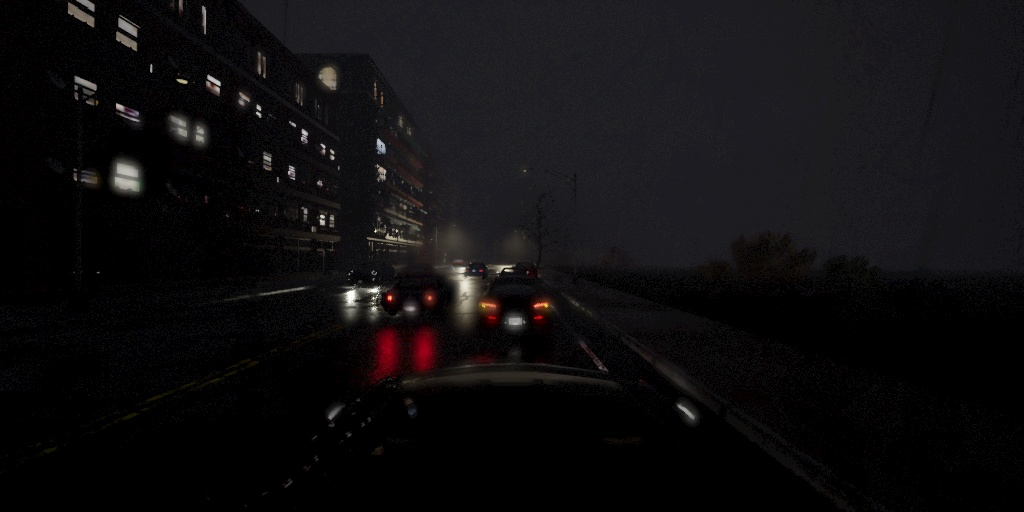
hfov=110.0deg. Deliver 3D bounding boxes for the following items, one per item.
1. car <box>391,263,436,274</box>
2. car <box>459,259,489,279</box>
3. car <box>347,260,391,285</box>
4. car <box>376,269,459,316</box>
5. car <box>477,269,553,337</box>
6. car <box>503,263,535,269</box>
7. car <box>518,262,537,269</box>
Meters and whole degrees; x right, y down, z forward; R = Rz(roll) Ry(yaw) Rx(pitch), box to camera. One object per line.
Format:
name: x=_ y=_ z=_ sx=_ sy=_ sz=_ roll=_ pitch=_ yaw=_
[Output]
car: x=-6.660 y=1.231 z=25.482 sx=1.882 sy=1.535 sz=5.008 roll=0 pitch=0 yaw=0
car: x=-3.231 y=1.301 z=32.874 sx=2.033 sy=1.411 sz=5.357 roll=0 pitch=0 yaw=0
car: x=-9.910 y=1.105 z=25.626 sx=2.097 sy=1.767 sz=4.553 roll=0 pitch=0 yaw=0
car: x=-3.180 y=1.352 z=13.428 sx=1.895 sy=1.301 sz=4.718 roll=0 pitch=0 yaw=0
car: x=0.071 y=1.277 z=10.224 sx=1.812 sy=1.442 sz=4.674 roll=0 pitch=0 yaw=0
car: x=0.055 y=1.317 z=20.391 sx=1.994 sy=1.385 sz=4.181 roll=0 pitch=0 yaw=0
car: x=1.068 y=1.232 z=29.919 sx=1.882 sy=1.535 sz=5.008 roll=0 pitch=0 yaw=0
